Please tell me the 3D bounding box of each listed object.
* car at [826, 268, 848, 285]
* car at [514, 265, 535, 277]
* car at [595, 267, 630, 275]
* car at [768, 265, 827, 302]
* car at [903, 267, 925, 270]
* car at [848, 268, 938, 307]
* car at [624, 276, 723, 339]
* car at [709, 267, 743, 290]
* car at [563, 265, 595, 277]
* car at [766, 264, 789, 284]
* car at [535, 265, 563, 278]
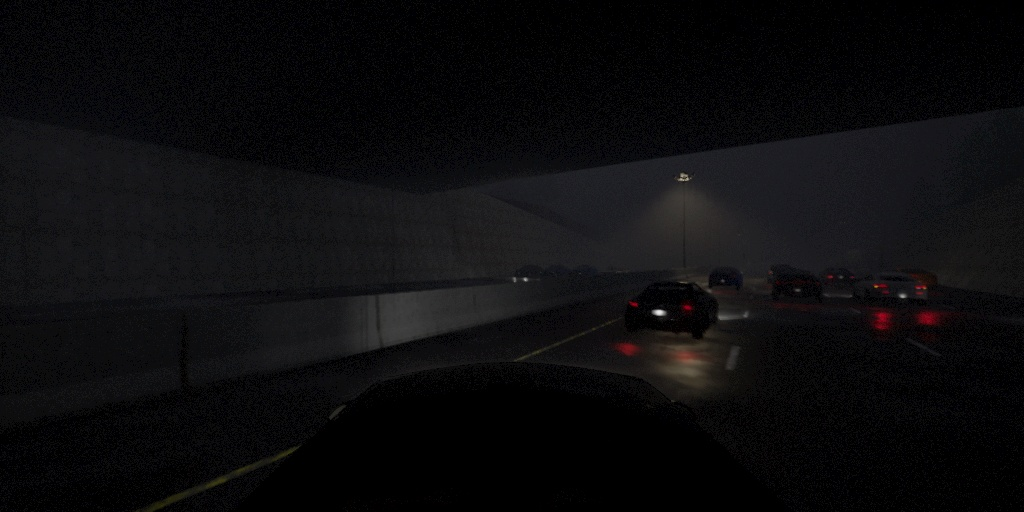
[{"bbox_3d":[26.087,1.657,28.913,2.033,1.411,5.357,0,-1,35],"label":"car"},{"bbox_3d":[2.210,1.810,43.803,1.837,1.490,4.892,0,-1,35],"label":"car"},{"bbox_3d":[10.822,1.816,37.795,1.895,1.301,4.718,0,-1,35],"label":"car"},{"bbox_3d":[14.699,1.451,18.707,1.882,1.535,5.008,0,-1,35],"label":"car"},{"bbox_3d":[27.778,1.542,25.227,1.882,1.535,5.008,0,-1,35],"label":"car"},{"bbox_3d":[17.765,1.480,16.994,1.812,1.442,4.674,0,-1,35],"label":"car"},{"bbox_3d":[4.875,1.430,10.736,1.994,1.385,4.181,0,-1,35],"label":"car"},{"bbox_3d":[15.482,1.542,25.946,1.882,1.535,5.008,0,-1,35],"label":"car"},{"bbox_3d":[7.968,1.746,39.822,1.882,1.535,5.008,0,-1,35],"label":"car"},{"bbox_3d":[23.713,1.493,31.633,2.097,1.767,4.553,0,-1,35],"label":"car"},{"bbox_3d":[5.097,1.777,41.824,1.882,1.535,5.008,0,-1,35],"label":"car"}]
